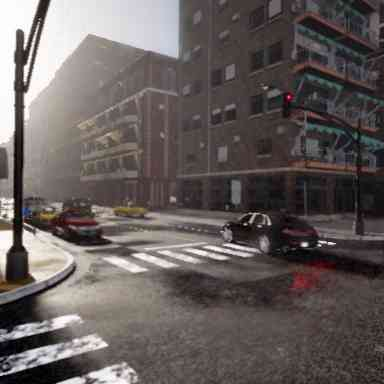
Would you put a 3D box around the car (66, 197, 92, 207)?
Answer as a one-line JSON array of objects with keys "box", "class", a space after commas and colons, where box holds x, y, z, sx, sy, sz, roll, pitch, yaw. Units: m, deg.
[{"box": [-12.421, 1.370, 35.816, 2.097, 1.767, 4.553, 1, 0, -36], "class": "car"}]

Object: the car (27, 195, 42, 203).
[{"box": [-32.106, 1.465, 67.715, 1.967, 1.590, 4.097, 1, 0, -36], "class": "car"}]

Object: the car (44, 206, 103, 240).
[{"box": [-5.918, 1.564, 16.803, 1.802, 1.307, 4.206, 1, 0, -36], "class": "car"}]

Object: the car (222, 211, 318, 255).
[{"box": [2.974, 1.558, 13.684, 1.837, 1.490, 4.892, 3, -1, -22], "class": "car"}]

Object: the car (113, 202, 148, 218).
[{"box": [-5.806, 1.578, 31.029, 1.752, 1.417, 4.829, 1, 0, -36], "class": "car"}]

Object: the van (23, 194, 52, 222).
[{"box": [-12.515, 1.308, 26.010, 1.690, 1.788, 3.998, 1, 0, -36], "class": "van"}]

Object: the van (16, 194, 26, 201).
[{"box": [-42.004, 1.382, 81.523, 1.690, 1.788, 3.998, 1, 0, -36], "class": "van"}]

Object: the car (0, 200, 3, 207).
[{"box": [-28.918, 1.465, 48.887, 1.752, 1.417, 4.829, 1, 0, -36], "class": "car"}]

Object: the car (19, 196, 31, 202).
[{"box": [-38.804, 1.561, 77.057, 1.752, 1.417, 4.829, 1, 0, -36], "class": "car"}]

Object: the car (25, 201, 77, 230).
[{"box": [-9.117, 1.499, 21.267, 1.752, 1.417, 4.829, 1, 0, -36], "class": "car"}]

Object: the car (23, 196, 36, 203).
[{"box": [-35.405, 1.595, 72.315, 1.947, 1.339, 4.313, 1, 0, -36], "class": "car"}]
